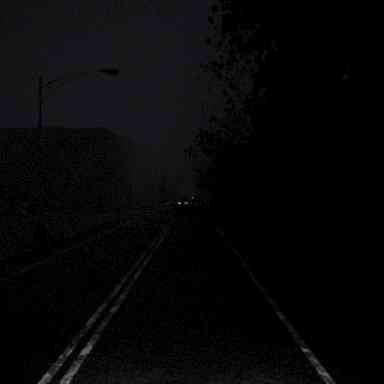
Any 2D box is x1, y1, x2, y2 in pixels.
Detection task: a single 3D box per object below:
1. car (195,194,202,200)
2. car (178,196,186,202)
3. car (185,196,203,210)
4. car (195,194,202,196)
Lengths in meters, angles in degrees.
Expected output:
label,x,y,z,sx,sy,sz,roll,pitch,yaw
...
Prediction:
label,x,y,z,sx,sy,sz,roll,pitch,yaw
car,1.858,1.282,92.867,2.128,1.511,4.902,0,0,2
car,-2.002,1.543,73.622,1.994,1.385,4.181,0,0,2
car,0.516,1.611,44.458,2.033,1.411,5.357,0,0,1
car,1.550,1.544,82.897,1.895,1.301,4.718,0,0,2
